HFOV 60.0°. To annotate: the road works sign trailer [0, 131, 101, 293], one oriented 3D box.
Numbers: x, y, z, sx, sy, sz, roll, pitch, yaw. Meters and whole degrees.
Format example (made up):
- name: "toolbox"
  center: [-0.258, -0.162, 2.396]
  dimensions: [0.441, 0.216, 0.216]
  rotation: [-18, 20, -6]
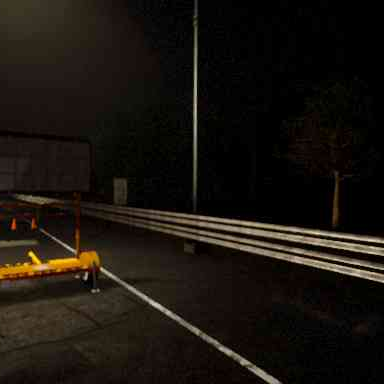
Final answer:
- name: "road works sign trailer"
  center: [-3.711, 0.424, 8.016]
  dimensions: [2.380, 3.560, 2.880]
  rotation: [0, 0, -33]
